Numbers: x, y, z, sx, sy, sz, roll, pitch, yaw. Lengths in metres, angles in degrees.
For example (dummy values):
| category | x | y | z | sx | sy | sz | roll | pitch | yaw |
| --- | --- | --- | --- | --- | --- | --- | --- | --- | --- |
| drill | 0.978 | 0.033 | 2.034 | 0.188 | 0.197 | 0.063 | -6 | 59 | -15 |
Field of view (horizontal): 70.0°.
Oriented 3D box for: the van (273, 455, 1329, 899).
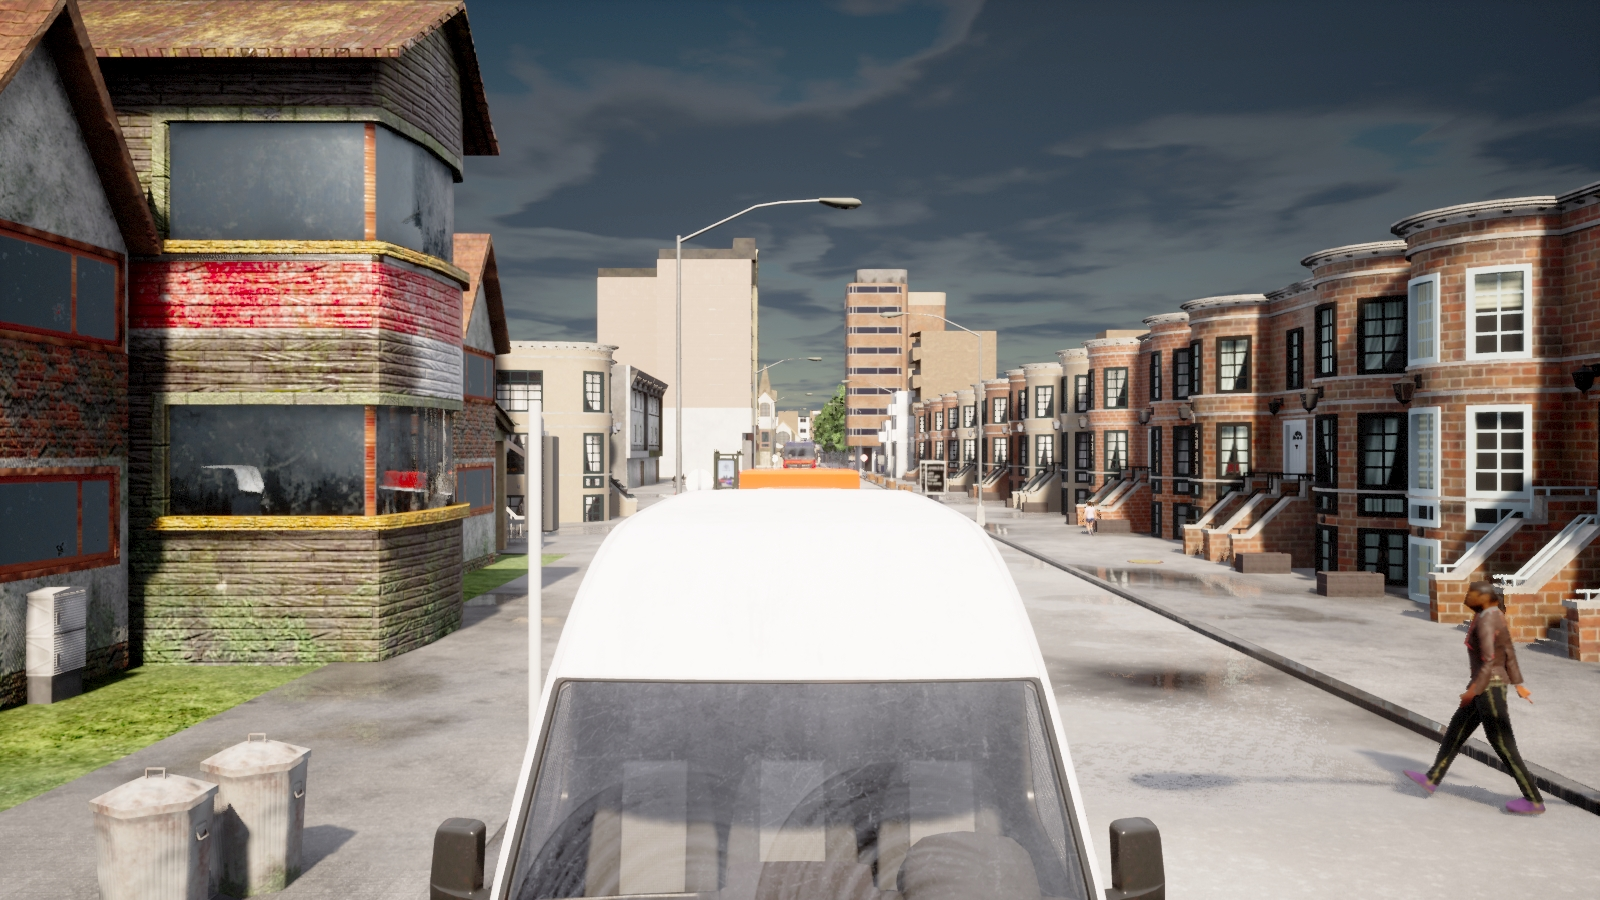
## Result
| category | x | y | z | sx | sy | sz | roll | pitch | yaw |
| --- | --- | --- | --- | --- | --- | --- | --- | --- | --- |
| van | -0.003 | 1.314 | 5.110 | 1.988 | 2.561 | 5.915 | 0 | 0 | 0 |

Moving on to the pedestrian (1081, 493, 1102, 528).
| category | x | y | z | sx | sy | sz | roll | pitch | yaw |
| --- | --- | --- | --- | --- | --- | --- | --- | --- | --- |
| pedestrian | 9.195 | 1.903 | 36.071 | 0.500 | 1.100 | 0.500 | 0 | 0 | -9 |

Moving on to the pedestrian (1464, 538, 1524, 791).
| category | x | y | z | sx | sy | sz | roll | pitch | yaw |
| --- | --- | --- | --- | --- | --- | --- | --- | --- | --- |
| pedestrian | 5.370 | 1.629 | 8.841 | 0.375 | 1.860 | 0.375 | 0 | 0 | 34 |
